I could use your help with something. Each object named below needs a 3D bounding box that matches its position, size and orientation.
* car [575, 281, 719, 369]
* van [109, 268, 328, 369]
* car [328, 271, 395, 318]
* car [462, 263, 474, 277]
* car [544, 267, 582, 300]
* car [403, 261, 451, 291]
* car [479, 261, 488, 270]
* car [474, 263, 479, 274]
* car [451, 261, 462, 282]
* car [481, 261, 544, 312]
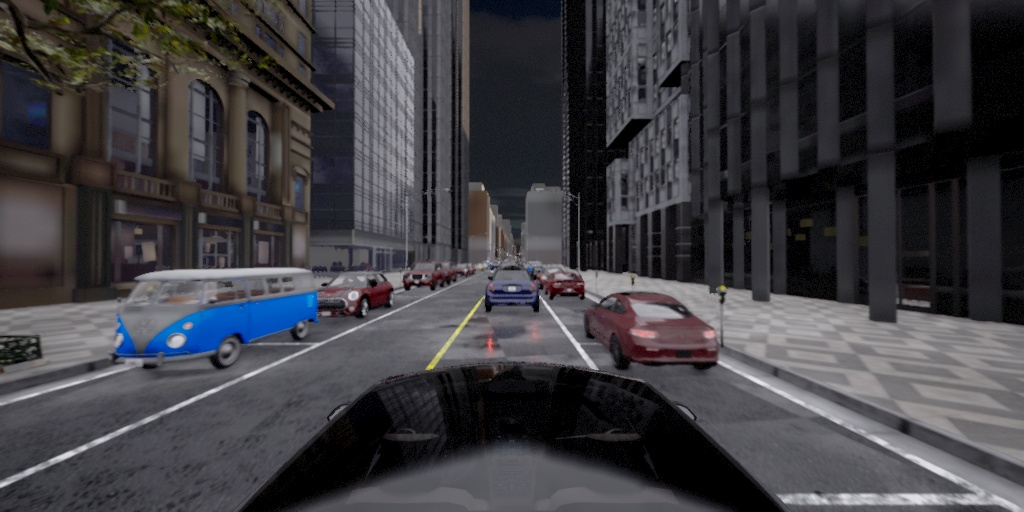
[{"bbox_3d":[2.667,1.395,7.638,1.802,1.307,4.207,0,0,0],"label":"car"},{"bbox_3d":[-5.859,1.154,7.651,1.690,1.789,3.998,0,0,0],"label":"van"},{"bbox_3d":[-5.858,1.313,13.290,1.967,1.591,4.097,0,0,0],"label":"car"},{"bbox_3d":[-5.855,1.621,41.485,1.967,1.591,4.097,0,0,0],"label":"car"},{"bbox_3d":[2.668,1.478,18.915,1.888,1.381,4.507,0,0,0],"label":"car"},{"bbox_3d":[-5.857,1.308,24.569,2.192,1.841,5.009,0,0,0],"label":"car"},{"bbox_3d":[-5.857,1.992,63.834,1.751,1.417,4.829,0,0,1],"label":"car"},{"bbox_3d":[-5.855,1.689,47.123,1.967,1.591,4.097,0,0,0],"label":"car"},{"bbox_3d":[-5.856,1.369,30.207,2.192,1.841,5.009,0,0,0],"label":"car"},{"bbox_3d":[0.021,1.245,15.274,2.097,1.767,4.553,0,-1,0],"label":"car"}]
